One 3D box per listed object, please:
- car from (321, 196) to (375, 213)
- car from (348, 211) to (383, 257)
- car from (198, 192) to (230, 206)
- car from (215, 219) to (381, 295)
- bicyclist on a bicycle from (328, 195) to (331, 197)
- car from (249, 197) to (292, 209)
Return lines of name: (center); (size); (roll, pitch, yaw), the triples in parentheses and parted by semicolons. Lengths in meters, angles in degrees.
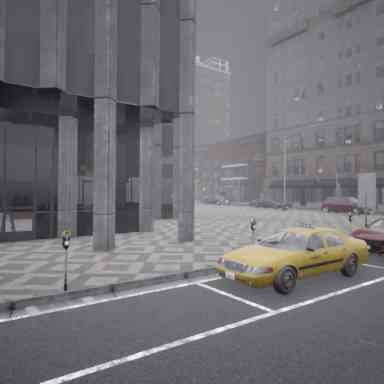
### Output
car: (14.578, 1.198, 31.177); (2.097, 1.767, 4.553); (1, 0, -35)
car: (7.520, 1.547, 12.121); (4.507, 1.381, 1.887); (0, 1, -36)
car: (3.391, 1.161, 47.060); (2.128, 1.511, 4.902); (1, 0, -35)
car: (2.803, 1.527, 8.755); (4.829, 1.417, 1.752); (0, 1, -36)
bicyclist on a bicycle: (16.342, 1.158, 39.501); (1.656, 1.620, 0.582); (0, 0, -35)
car: (9.065, 1.307, 38.992); (2.033, 1.411, 5.357); (1, 0, -36)
